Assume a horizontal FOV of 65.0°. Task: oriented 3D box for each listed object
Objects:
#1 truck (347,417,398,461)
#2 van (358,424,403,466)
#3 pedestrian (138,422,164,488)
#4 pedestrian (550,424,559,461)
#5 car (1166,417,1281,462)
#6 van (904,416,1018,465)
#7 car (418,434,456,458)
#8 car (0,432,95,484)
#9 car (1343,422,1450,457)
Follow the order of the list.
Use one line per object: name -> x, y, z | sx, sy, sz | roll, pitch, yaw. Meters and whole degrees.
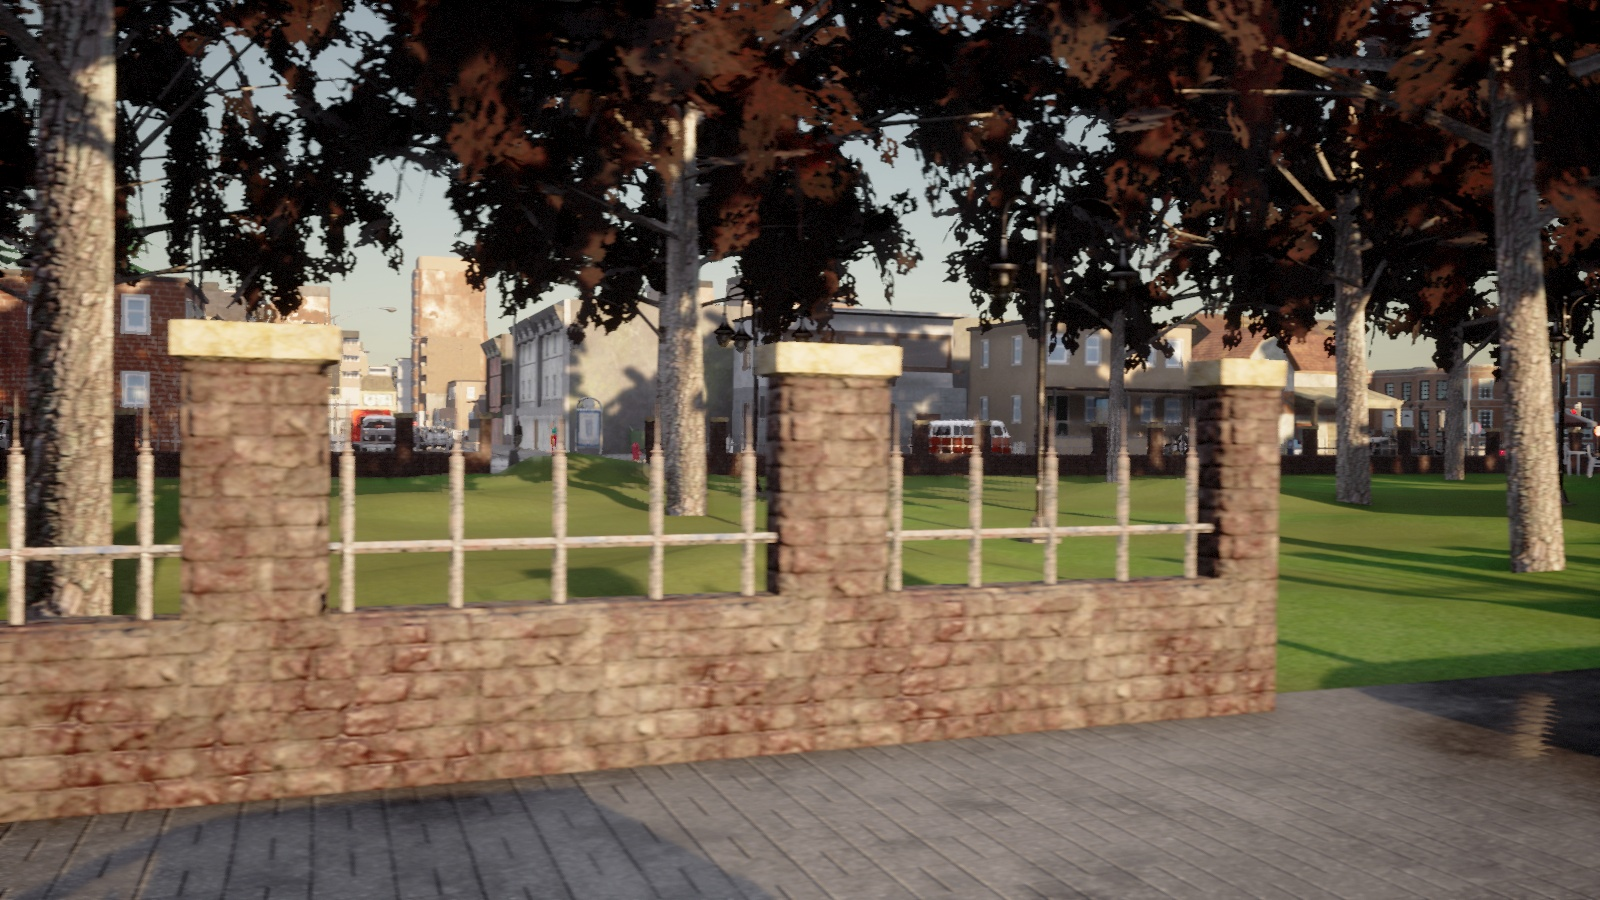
truck -> -25.117, -0.607, 73.731 | 2.627, 2.467, 5.204 | -1, 0, -21
van -> -21.454, -0.292, 64.262 | 2.069, 2.038, 4.480 | -1, 1, -18
pedestrian -> -18.252, 0.130, 35.316 | 0.594, 1.836, 0.345 | -1, 1, -21
pedestrian -> -12.064, -0.367, 61.789 | 0.345, 1.836, 0.594 | -1, 1, -3
car -> 18.549, -0.481, 54.986 | 4.605, 1.855, 1.932 | -1, 1, -21
van -> 7.027, -0.448, 54.884 | 4.480, 2.038, 2.069 | -1, 1, -21
car -> -22.950, -0.279, 79.324 | 1.970, 1.475, 3.806 | -1, 1, -21
car -> -26.331, 0.248, 41.755 | 4.611, 1.667, 2.242 | -1, 1, -16
car -> 27.756, -0.506, 58.407 | 4.514, 1.525, 2.007 | -1, 1, -23
